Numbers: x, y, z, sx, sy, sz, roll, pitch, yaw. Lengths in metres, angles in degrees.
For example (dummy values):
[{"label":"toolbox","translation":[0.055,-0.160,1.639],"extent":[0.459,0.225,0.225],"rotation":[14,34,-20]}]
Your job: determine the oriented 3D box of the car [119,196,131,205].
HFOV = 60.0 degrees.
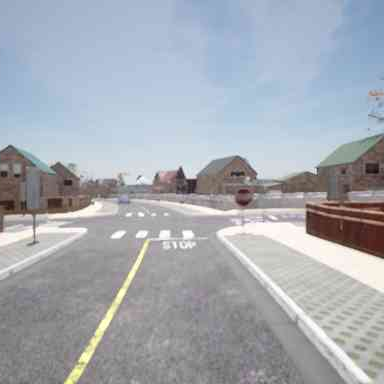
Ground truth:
[{"label":"car","translation":[-12.132,1.475,59.677],"extent":[1.812,1.442,4.674],"rotation":[-1,0,-17]}]
